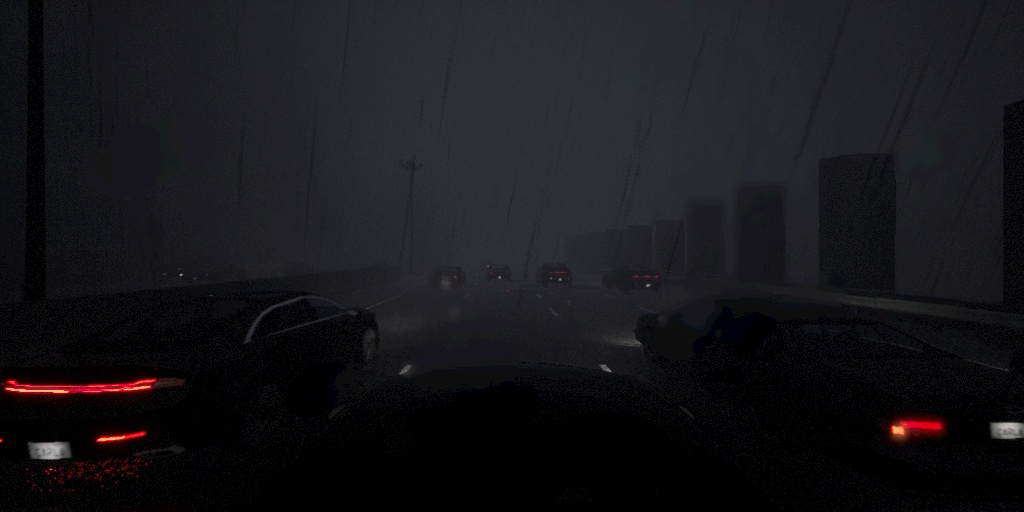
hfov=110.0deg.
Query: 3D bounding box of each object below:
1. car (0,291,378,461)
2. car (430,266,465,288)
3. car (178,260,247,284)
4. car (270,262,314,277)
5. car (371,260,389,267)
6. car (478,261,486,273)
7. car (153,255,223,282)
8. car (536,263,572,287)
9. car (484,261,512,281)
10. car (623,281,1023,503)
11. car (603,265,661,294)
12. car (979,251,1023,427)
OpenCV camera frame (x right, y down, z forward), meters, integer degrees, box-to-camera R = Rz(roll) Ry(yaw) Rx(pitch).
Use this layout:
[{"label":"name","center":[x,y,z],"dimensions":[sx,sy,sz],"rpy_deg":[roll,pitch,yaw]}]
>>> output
[{"label":"car","center":[-3.497,1.241,5.104],"dimensions":[2.128,1.511,4.902],"rpy_deg":[0,0,-1]},{"label":"car","center":[-4.165,1.350,23.909],"dimensions":[1.895,1.301,4.718],"rpy_deg":[0,0,-4]},{"label":"car","center":[-22.202,1.274,27.184],"dimensions":[1.812,1.442,4.674],"rpy_deg":[0,0,-5]},{"label":"car","center":[-19.132,1.240,31.423],"dimensions":[2.128,1.511,4.902],"rpy_deg":[0,0,-7]},{"label":"car","center":[-18.949,1.314,51.629],"dimensions":[1.994,1.385,4.181],"rpy_deg":[0,0,-13]},{"label":"car","center":[-3.148,1.296,44.364],"dimensions":[2.033,1.411,5.357],"rpy_deg":[0,0,-9]},{"label":"car","center":[-25.890,0.970,29.167],"dimensions":[2.150,2.045,5.566],"rpy_deg":[0,0,-6]},{"label":"car","center":[2.789,1.240,24.533],"dimensions":[2.128,1.511,4.902],"rpy_deg":[0,0,-4]},{"label":"car","center":[-1.172,1.350,30.041],"dimensions":[1.895,1.301,4.718],"rpy_deg":[0,0,-6]},{"label":"car","center":[3.516,1.297,5.080],"dimensions":[2.033,1.411,5.357],"rpy_deg":[0,0,-1]},{"label":"car","center":[6.565,1.240,20.055],"dimensions":[2.128,1.511,4.902],"rpy_deg":[0,0,-3]},{"label":"car","center":[7.062,0.972,1.802],"dimensions":[2.150,2.045,5.566],"rpy_deg":[0,0,-1]}]
